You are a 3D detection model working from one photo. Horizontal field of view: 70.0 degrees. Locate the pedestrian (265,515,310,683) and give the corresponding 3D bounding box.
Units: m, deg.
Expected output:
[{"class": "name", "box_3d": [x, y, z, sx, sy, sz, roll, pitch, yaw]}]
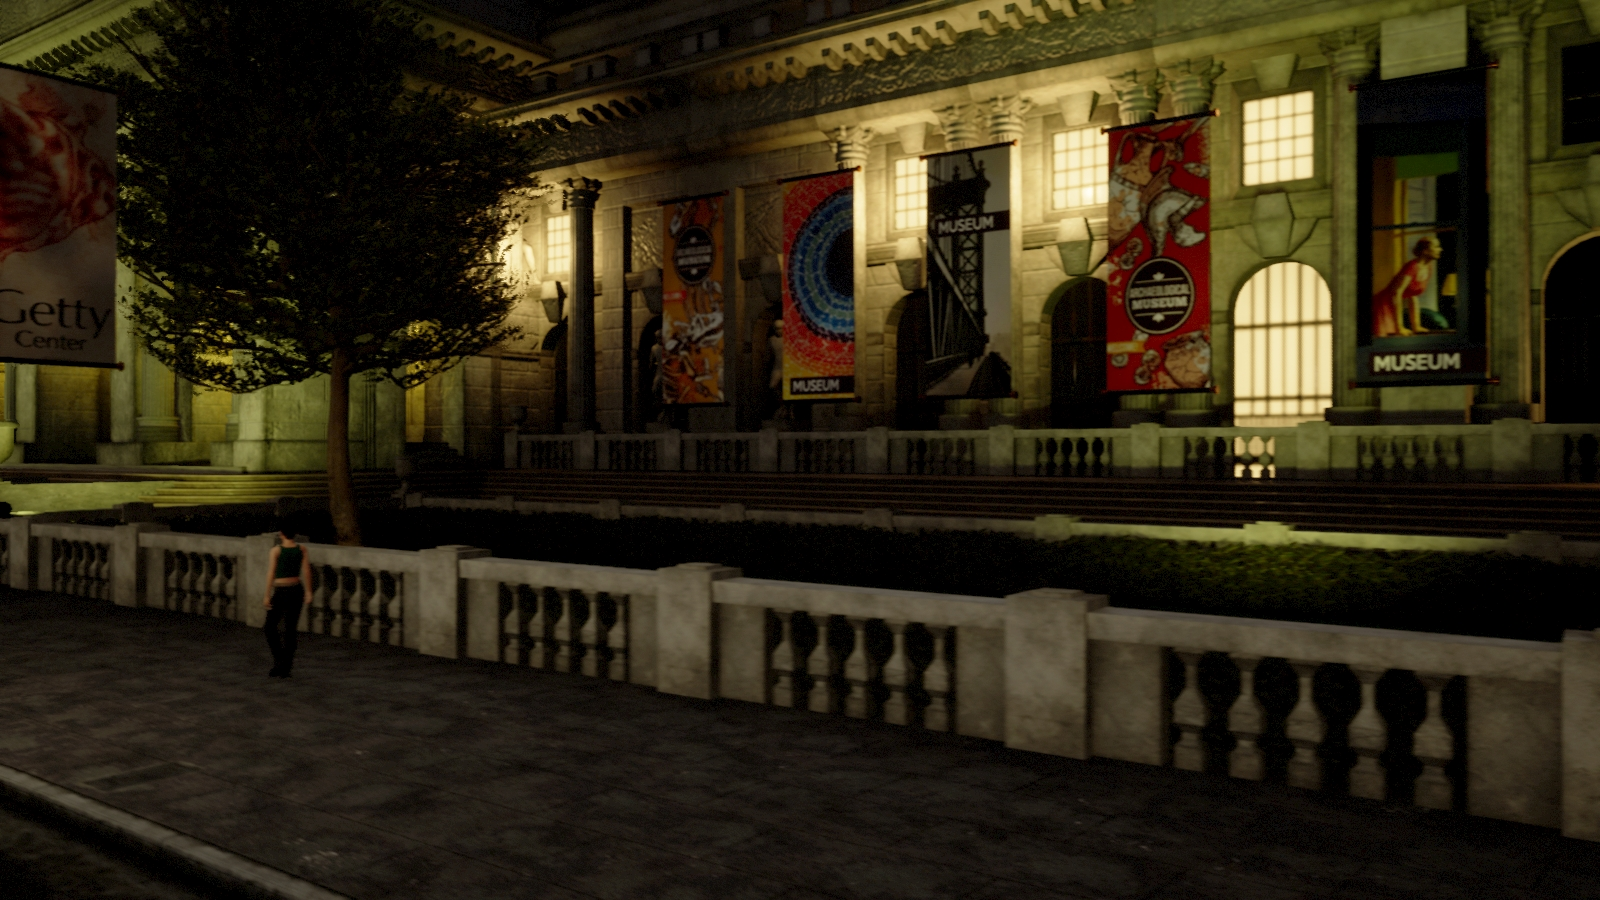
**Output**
[{"class": "pedestrian", "box_3d": [-5.903, 1.697, 13.170, 0.375, 1.860, 0.375, 0, 0, -42]}]
